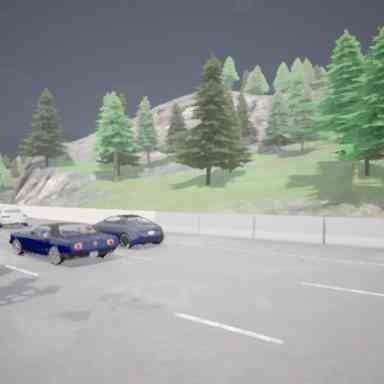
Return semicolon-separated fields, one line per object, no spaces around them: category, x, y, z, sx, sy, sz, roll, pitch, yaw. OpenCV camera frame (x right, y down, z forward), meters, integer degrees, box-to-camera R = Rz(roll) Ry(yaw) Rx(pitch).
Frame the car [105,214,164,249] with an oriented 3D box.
car;-3.260;1.732;15.473;4.181;1.385;1.994;-1;-1;40

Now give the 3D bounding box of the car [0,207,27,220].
car;-13.946;1.889;25.116;4.674;1.442;1.812;-1;0;45

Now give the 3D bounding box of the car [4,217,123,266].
car;-4.887;1.757;12.258;4.718;1.301;1.895;-1;-1;40

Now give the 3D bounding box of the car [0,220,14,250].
car;-7.525;1.656;9.912;4.902;1.511;2.128;-1;-1;40
